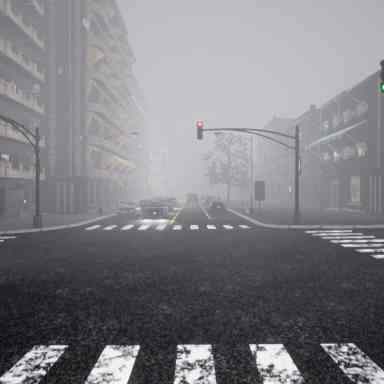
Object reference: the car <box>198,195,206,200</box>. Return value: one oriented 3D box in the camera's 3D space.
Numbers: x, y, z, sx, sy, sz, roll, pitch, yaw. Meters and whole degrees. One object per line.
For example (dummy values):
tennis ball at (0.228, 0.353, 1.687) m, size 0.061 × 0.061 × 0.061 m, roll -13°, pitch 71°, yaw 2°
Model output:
car at (2.715, 1.496, 91.010) m, size 1.887 × 1.381 × 4.507 m, roll 0°, pitch 0°, yaw 0°

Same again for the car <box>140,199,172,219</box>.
car at (-3.100, 1.556, 29.311) m, size 1.994 × 1.385 × 4.181 m, roll 0°, pitch 0°, yaw -1°

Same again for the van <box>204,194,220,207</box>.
van at (2.698, 1.327, 41.208) m, size 1.690 × 1.788 × 3.998 m, roll 0°, pitch 0°, yaw 0°

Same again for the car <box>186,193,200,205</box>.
car at (0.117, 1.198, 59.018) m, size 2.150 × 2.045 × 5.566 m, roll 0°, pitch 0°, yaw 0°

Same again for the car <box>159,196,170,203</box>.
car at (-5.672, 1.551, 68.886) m, size 1.802 × 1.307 × 4.206 m, roll 0°, pitch 0°, yaw 0°

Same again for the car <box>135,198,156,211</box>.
car at (-5.680, 1.531, 41.218) m, size 1.887 × 1.381 × 4.507 m, roll 0°, pitch 0°, yaw 0°

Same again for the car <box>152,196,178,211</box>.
car at (-3.087, 1.535, 38.659) m, size 2.033 × 1.411 × 5.357 m, roll 0°, pitch 0°, yaw 0°

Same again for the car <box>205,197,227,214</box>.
car at (2.698, 1.555, 35.675) m, size 1.947 × 1.339 × 4.313 m, roll 0°, pitch 0°, yaw 0°

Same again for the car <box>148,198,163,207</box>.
car at (-5.677, 1.562, 52.286) m, size 1.802 × 1.307 × 4.206 m, roll 0°, pitch 0°, yaw 0°

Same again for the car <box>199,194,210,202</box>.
car at (2.708, 1.280, 74.410) m, size 2.192 × 1.841 × 5.009 m, roll 0°, pitch 0°, yaw 0°

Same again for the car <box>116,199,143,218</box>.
car at (-5.684, 1.542, 30.151) m, size 2.008 × 1.369 × 4.403 m, roll 0°, pitch 0°, yaw 0°

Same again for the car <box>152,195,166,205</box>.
car at (-5.677, 1.417, 57.819) m, size 1.967 × 1.590 × 4.097 m, roll 0°, pitch 0°, yaw 0°

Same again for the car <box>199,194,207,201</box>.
car at (2.712, 1.396, 85.476) m, size 1.967 × 1.590 × 4.097 m, roll 0°, pitch 0°, yaw 0°

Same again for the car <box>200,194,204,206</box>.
car at (2.702, 1.420, 52.276) m, size 1.967 × 1.590 × 4.097 m, roll 0°, pitch 0°, yaw 0°
